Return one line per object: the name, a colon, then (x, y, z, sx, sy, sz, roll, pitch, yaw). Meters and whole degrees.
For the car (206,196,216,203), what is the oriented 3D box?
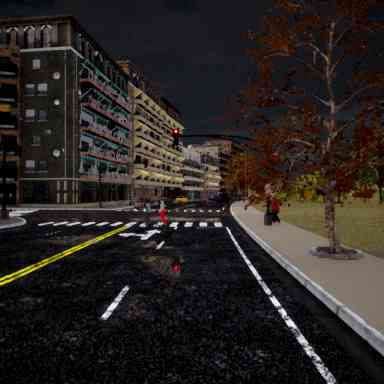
car: (4.455, 1.834, 78.842, 2.128, 1.511, 4.902, 0, 0, 11)

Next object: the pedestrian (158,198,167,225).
pedestrian: (-1.957, 1.322, 22.478, 0.375, 1.860, 0.375, 0, 0, 3)

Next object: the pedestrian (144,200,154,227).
pedestrian: (-2.828, 1.319, 21.322, 0.375, 1.860, 0.375, 0, 0, 3)

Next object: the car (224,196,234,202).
car: (9.814, 1.871, 88.711, 2.128, 1.511, 4.902, 0, 0, 13)

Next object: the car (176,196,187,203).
car: (-2.425, 1.774, 77.426, 1.882, 1.535, 5.008, 0, 0, 10)

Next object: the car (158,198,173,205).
car: (-4.995, 1.805, 62.406, 1.895, 1.301, 4.718, 0, 0, 9)

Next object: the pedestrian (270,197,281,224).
pedestrian: (5.353, 1.167, 21.489, 0.375, 1.860, 0.375, 0, 0, 3)

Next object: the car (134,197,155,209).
car: (-6.894, 1.480, 48.259, 2.097, 1.767, 4.553, 0, -1, 7)

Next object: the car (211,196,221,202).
car: (6.545, 1.816, 88.990, 1.882, 1.535, 5.008, 0, 0, 13)

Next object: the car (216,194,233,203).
car: (7.661, 1.534, 78.300, 2.150, 2.045, 5.566, 0, 0, 11)
